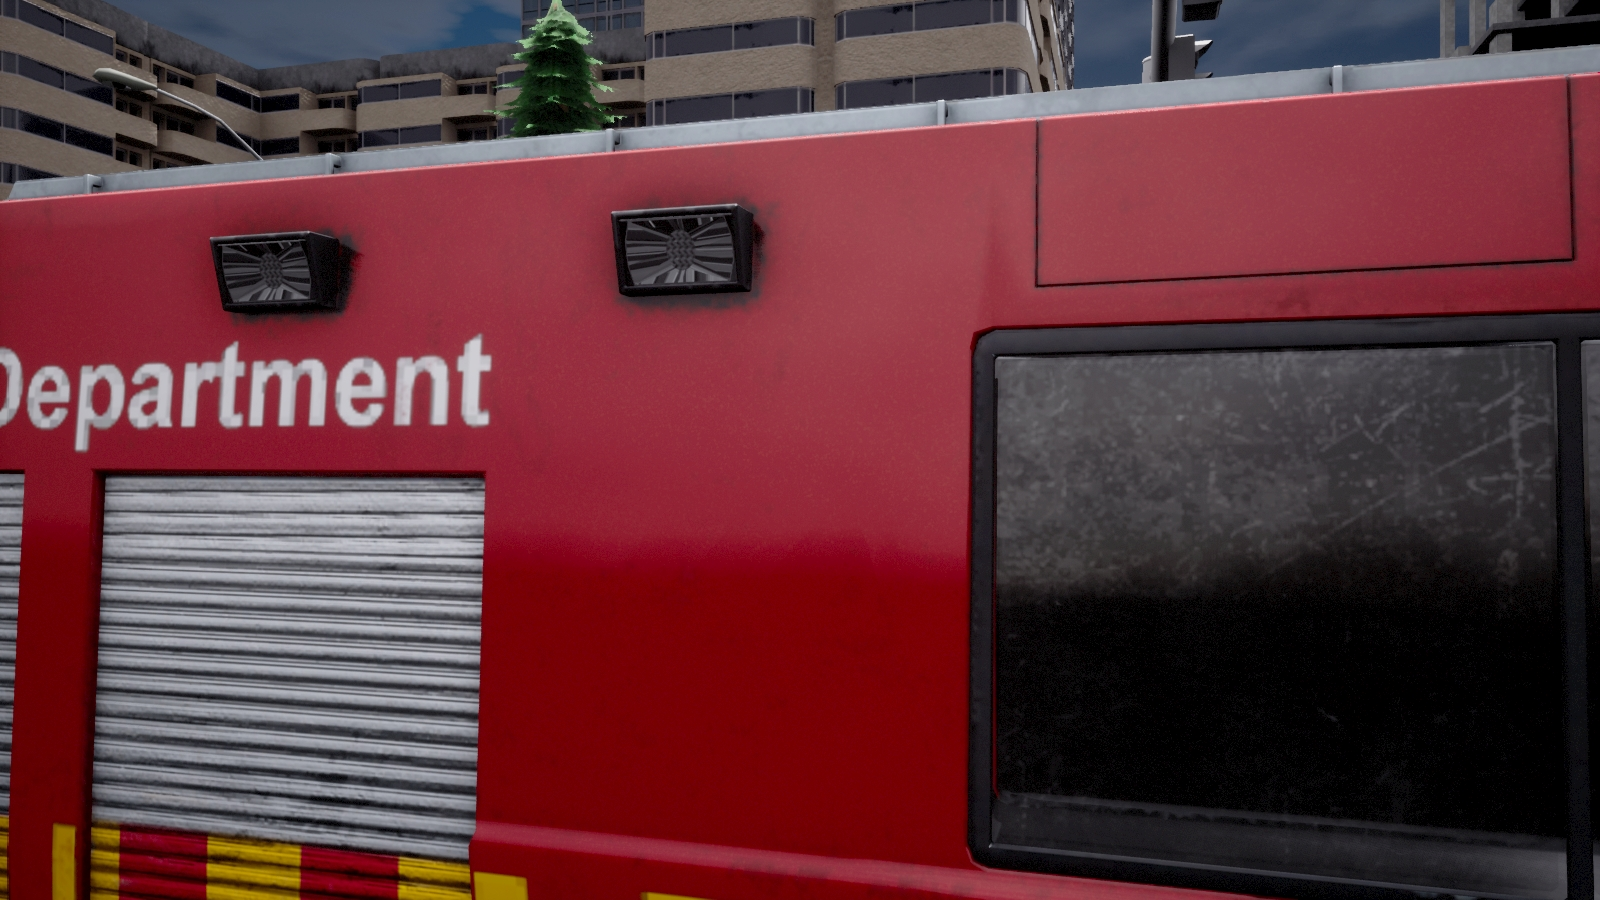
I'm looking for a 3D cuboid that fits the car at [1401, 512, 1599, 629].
[{"bbox_3d":[12.484,2.037,20.491,2.038,1.542,4.974,0,0,16],"label":"car"}]

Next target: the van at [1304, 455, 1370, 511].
[{"bbox_3d":[26.324,1.534,56.221,1.988,2.561,5.915,0,0,16],"label":"van"}]

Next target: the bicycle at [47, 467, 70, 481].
[{"bbox_3d":[-65.142,2.102,100.377,1.487,1.276,0.859,0,0,15],"label":"bicycle"}]
